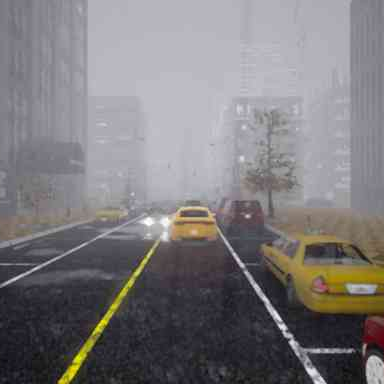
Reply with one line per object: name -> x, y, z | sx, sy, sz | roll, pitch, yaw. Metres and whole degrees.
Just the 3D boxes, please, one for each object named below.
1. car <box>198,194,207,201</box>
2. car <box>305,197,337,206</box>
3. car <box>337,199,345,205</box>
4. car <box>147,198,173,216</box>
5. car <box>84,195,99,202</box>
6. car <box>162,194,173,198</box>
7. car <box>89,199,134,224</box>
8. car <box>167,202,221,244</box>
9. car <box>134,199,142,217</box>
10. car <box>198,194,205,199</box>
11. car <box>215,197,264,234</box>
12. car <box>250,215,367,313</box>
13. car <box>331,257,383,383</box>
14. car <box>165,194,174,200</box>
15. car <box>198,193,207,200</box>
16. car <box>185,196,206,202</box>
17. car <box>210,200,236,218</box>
car -> 2.678, 1.291, 78.705 | 1.887, 1.381, 4.507 | 1, 0, 0
car -> 20.833, 1.571, 54.401 | 4.097, 1.590, 1.967 | 1, -1, 0
car -> 26.241, 1.794, 62.755 | 4.829, 1.417, 1.752 | 1, -1, 0
car -> -3.102, 1.498, 31.343 | 1.895, 1.301, 4.718 | 0, 0, 0
car -> -17.266, 1.083, 54.066 | 4.507, 1.381, 1.887 | 1, -1, 0
car -> -5.701, 1.289, 73.024 | 1.752, 1.417, 4.829 | 1, 0, 0
car -> -5.688, 1.446, 23.939 | 1.752, 1.417, 4.829 | 1, 0, 0
car -> 0.086, 1.427, 15.403 | 1.882, 1.535, 5.008 | 0, 0, 0
car -> -5.689, 1.342, 29.668 | 1.967, 1.590, 4.097 | 1, 0, 0
car -> 2.673, 1.278, 95.276 | 1.802, 1.307, 4.206 | 1, 0, 0
car -> 2.695, 1.254, 18.549 | 2.192, 1.841, 5.009 | 1, 0, 0
car -> 2.697, 1.500, 7.601 | 1.752, 1.417, 4.829 | 1, 0, 0
car -> 2.697, 1.538, 1.872 | 1.887, 1.381, 4.507 | 1, 0, 0
car -> -5.705, 1.274, 84.241 | 1.887, 1.381, 4.507 | 1, 0, 0
car -> 2.677, 1.169, 84.229 | 1.967, 1.590, 4.097 | 1, 0, 0
car -> 0.083, 1.404, 30.463 | 1.837, 1.490, 4.892 | 0, 0, 0
car -> 2.690, 1.447, 29.669 | 1.887, 1.381, 4.507 | 1, 0, 0
